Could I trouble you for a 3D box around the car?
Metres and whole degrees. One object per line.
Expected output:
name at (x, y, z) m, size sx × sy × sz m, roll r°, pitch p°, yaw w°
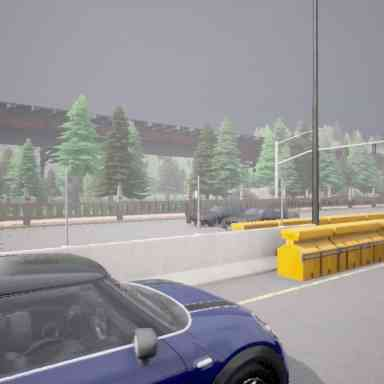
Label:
car at (-1.249, 1.351, 2.855) m, size 4.553 × 1.767 × 2.097 m, roll 0°, pitch 0°, yaw -36°
